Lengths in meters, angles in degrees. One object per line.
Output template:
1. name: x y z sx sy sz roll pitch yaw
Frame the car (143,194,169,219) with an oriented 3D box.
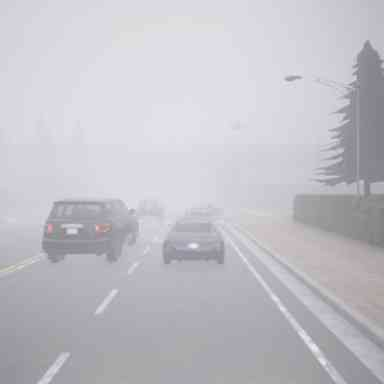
1. car: -3.424 1.294 28.273 2.097 1.767 4.553 0 0 0

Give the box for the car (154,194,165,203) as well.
1. car: -6.976 1.331 71.874 2.097 1.767 4.553 0 0 0

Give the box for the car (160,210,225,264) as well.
1. car: 0.064 1.559 11.839 1.994 1.385 4.181 0 0 0

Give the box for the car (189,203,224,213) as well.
1. car: 1.175 1.562 26.969 1.895 1.301 4.718 0 1 21

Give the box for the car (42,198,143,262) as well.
1. car: -3.432 1.218 12.257 2.150 2.045 5.566 0 0 0
